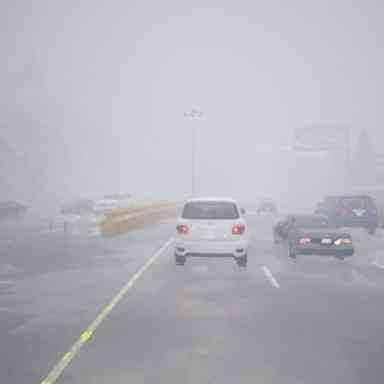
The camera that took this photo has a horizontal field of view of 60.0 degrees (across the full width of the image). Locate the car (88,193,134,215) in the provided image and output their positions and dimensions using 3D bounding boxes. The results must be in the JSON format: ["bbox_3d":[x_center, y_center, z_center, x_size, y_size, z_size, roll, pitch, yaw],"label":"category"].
[{"bbox_3d":[-7.315,1.078,31.615,2.150,2.045,5.566,0,0,10],"label":"car"}]

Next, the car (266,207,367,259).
[{"bbox_3d":[4.256,1.508,12.476,2.033,1.411,5.357,0,0,5],"label":"car"}]

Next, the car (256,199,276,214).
[{"bbox_3d":[7.505,1.411,33.613,1.812,1.442,4.674,0,0,10],"label":"car"}]

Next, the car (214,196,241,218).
[{"bbox_3d":[3.237,1.242,29.565,2.097,1.767,4.553,0,0,10],"label":"car"}]

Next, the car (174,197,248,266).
[{"bbox_3d":[0.710,1.176,11.618,2.150,2.045,5.566,0,0,5],"label":"car"}]

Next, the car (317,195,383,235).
[{"bbox_3d":[8.530,1.168,18.860,2.150,2.045,5.566,0,0,8],"label":"car"}]

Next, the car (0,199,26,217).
[{"bbox_3d":[-15.316,1.332,26.296,1.882,1.535,5.008,0,0,9],"label":"car"}]

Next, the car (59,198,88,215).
[{"bbox_3d":[-10.796,1.351,31.969,1.837,1.490,4.892,0,0,10],"label":"car"}]
